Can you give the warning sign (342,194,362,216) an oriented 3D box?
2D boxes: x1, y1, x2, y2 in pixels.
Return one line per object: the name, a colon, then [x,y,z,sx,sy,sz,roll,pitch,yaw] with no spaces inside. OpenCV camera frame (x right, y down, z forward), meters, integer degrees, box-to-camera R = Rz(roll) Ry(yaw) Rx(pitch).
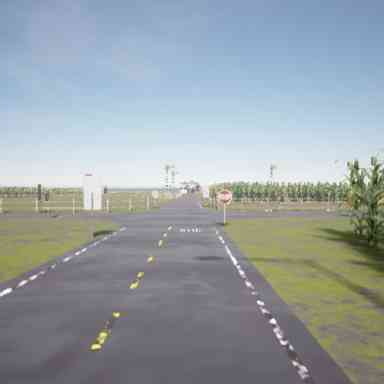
warning sign: [14.063,1.101,29.353,1.060,1.860,1.300,0,1,-6]
